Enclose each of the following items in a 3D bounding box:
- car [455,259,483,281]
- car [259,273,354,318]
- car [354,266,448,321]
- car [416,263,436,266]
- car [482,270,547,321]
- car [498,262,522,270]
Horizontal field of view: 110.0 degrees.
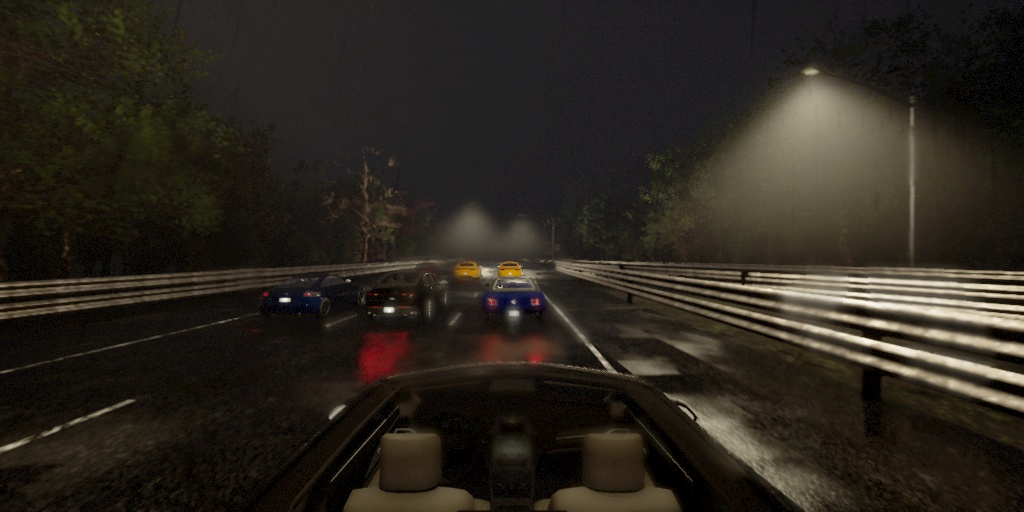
[{"bbox_3d":[-3.703,1.234,30.747,1.882,1.535,5.008,0,0,-1],"label":"car"},{"bbox_3d":[-6.959,1.314,12.970,1.994,1.385,4.181,0,0,0],"label":"car"},{"bbox_3d":[-3.455,1.254,12.465,1.837,1.490,4.892,0,0,0],"label":"car"},{"bbox_3d":[-7.195,1.284,30.279,1.812,1.442,4.674,0,0,-1],"label":"car"},{"bbox_3d":[0.048,1.349,12.422,1.895,1.301,4.718,0,0,0],"label":"car"},{"bbox_3d":[-0.200,1.233,30.580,1.882,1.535,5.008,0,0,-1],"label":"car"}]
